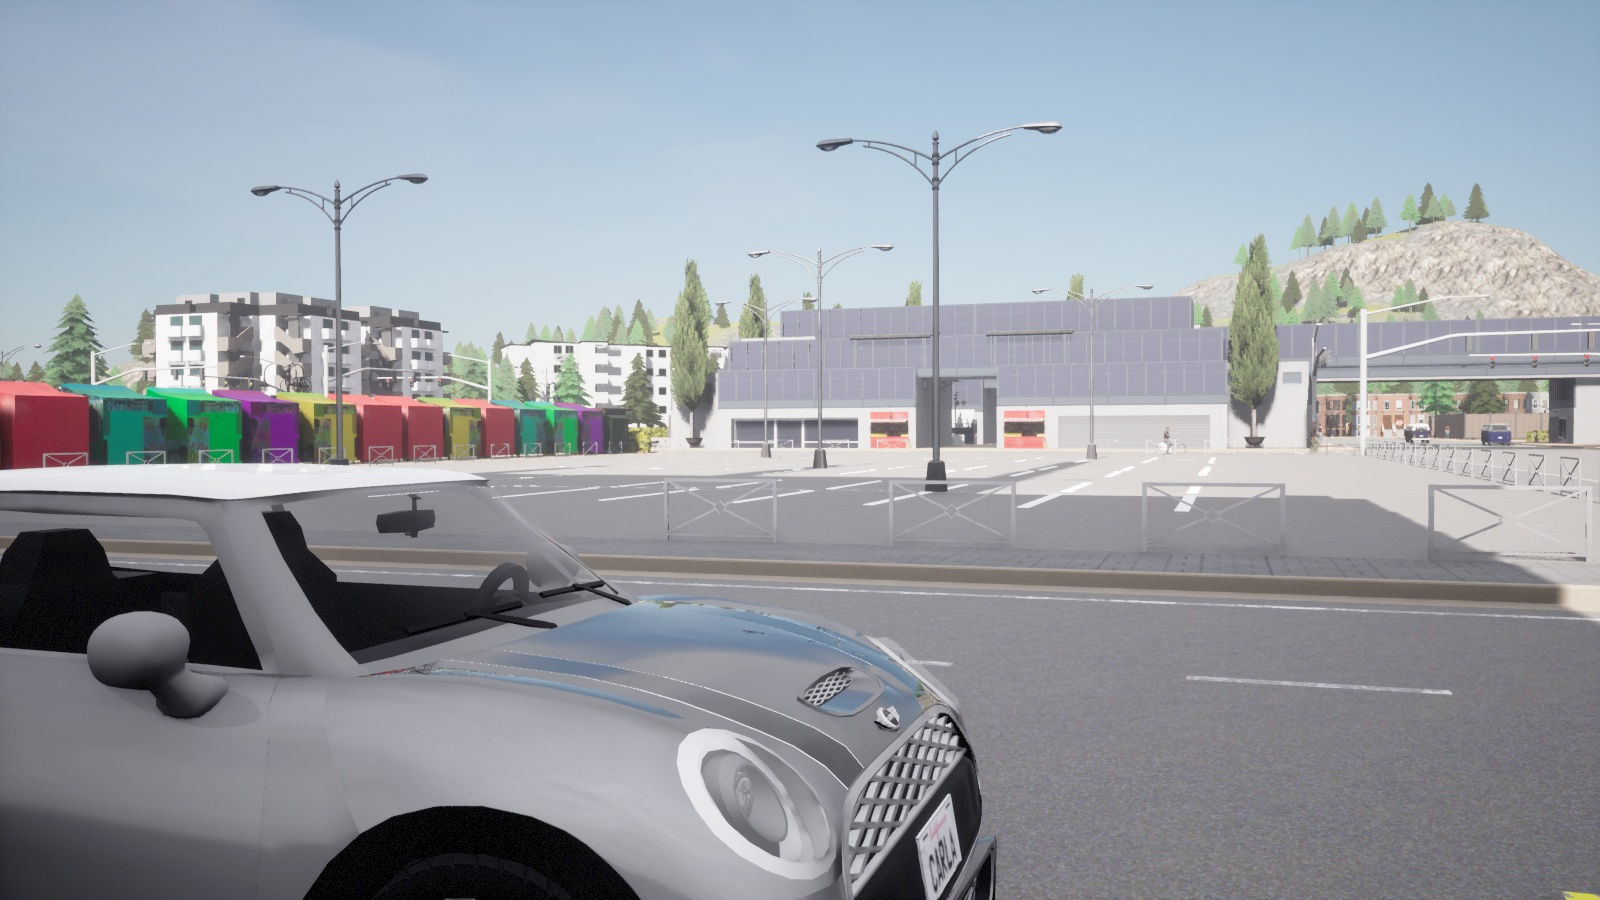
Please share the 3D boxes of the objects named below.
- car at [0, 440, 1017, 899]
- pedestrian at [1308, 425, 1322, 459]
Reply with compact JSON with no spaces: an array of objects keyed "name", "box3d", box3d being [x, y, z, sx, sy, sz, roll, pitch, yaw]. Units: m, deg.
[{"name":"car","box3d":[-1.428,0.728,3.672,3.806,1.475,1.970,1,1,18]},{"name":"pedestrian","box3d":[28.255,-0.457,68.910,0.703,1.840,0.431,1,1,24]}]
